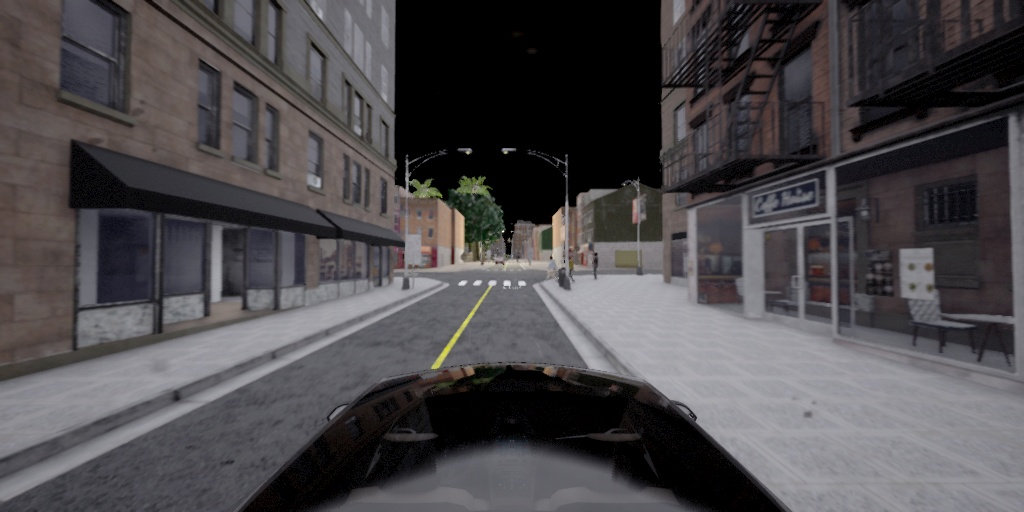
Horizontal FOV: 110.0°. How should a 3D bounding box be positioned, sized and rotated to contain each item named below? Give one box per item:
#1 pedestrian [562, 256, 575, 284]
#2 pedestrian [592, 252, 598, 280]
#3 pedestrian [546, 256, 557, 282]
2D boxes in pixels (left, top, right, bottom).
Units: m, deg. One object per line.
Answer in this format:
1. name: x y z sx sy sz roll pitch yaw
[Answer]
1. pedestrian: 3.638 0.863 23.150 0.375 1.860 0.375 1 -1 0
2. pedestrian: 5.506 0.668 23.755 0.375 1.860 0.375 1 -1 0
3. pedestrian: 2.682 0.857 24.350 0.375 1.860 0.375 1 -1 0
